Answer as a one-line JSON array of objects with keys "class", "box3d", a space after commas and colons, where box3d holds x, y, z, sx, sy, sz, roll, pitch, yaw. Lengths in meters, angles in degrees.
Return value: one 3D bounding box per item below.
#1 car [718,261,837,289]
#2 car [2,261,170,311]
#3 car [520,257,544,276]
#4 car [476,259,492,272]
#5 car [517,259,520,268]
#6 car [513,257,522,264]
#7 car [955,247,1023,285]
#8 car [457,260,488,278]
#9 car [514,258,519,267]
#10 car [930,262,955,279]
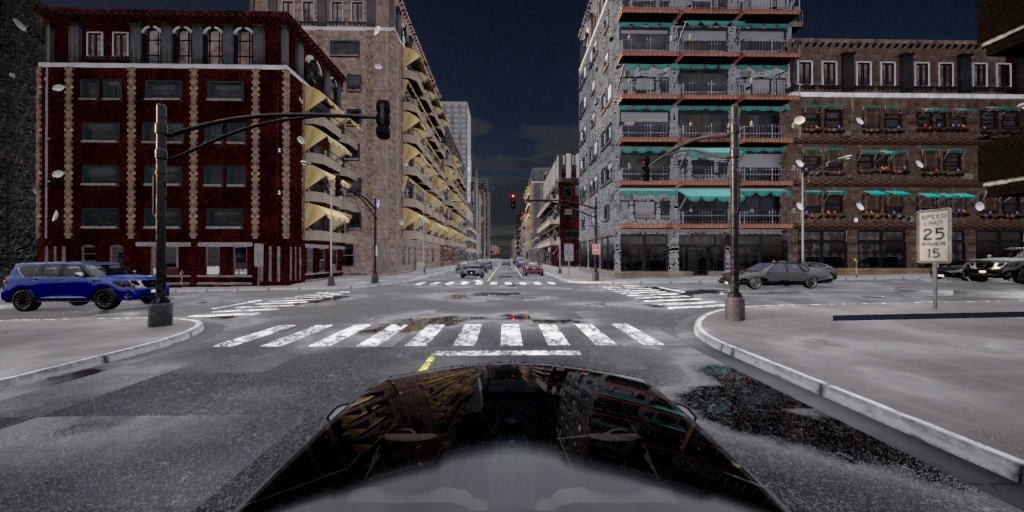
[{"class": "car", "box3d": [14.446, 1.042, 19.771, 5.357, 1.411, 2.033, -1, 0, -1]}, {"class": "car", "box3d": [-18.657, 1.244, 15.855, 5.566, 2.045, 2.150, -1, 0, -1]}, {"class": "car", "box3d": [2.118, 1.197, 36.740, 1.967, 1.591, 4.097, 0, 0, -1]}, {"class": "car", "box3d": [-3.783, 1.360, 43.531, 1.895, 1.301, 4.718, 0, 0, -1]}, {"class": "car", "box3d": [2.025, 1.309, 42.273, 2.007, 1.370, 4.403, 0, 0, -1]}, {"class": "car", "box3d": [1.655, 1.350, 64.407, 1.802, 1.307, 4.207, 0, 0, -1]}, {"class": "car", "box3d": [29.051, 0.481, 20.087, 5.566, 2.045, 2.150, -1, 0, -1]}, {"class": "car", "box3d": [-3.619, 1.320, 33.638, 1.994, 1.385, 4.181, 0, 0, -1]}, {"class": "car", "box3d": [1.747, 1.347, 58.874, 1.802, 1.307, 4.207, 0, 0, -1]}, {"class": "car", "box3d": [29.262, 0.832, 22.681, 4.313, 1.339, 1.948, 0, 0, -1]}]
